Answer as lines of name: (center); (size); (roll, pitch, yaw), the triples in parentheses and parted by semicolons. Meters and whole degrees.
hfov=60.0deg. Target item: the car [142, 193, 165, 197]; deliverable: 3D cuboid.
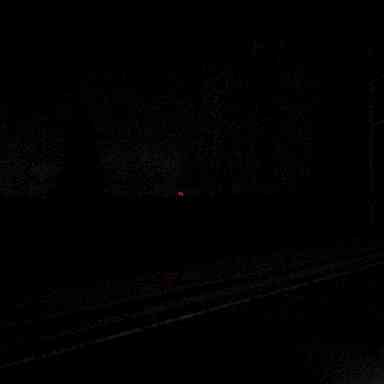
car: (-4.655, 1.206, 42.730); (2.150, 2.045, 5.566); (0, 0, -37)
